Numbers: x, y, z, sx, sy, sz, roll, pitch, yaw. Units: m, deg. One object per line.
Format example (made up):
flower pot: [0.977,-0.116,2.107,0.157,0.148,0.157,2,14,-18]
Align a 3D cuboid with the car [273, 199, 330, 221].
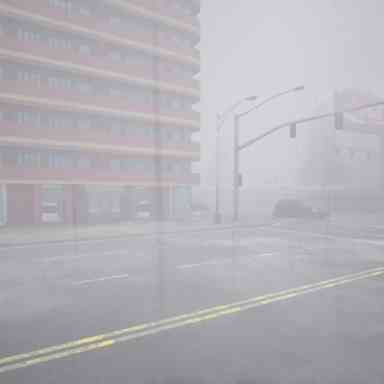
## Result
car: [8.798,1.351,26.951,2.097,1.767,4.553,0,0,-34]

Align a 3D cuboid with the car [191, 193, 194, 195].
car: [-1.456,1.221,61.344,2.150,2.045,5.566,0,0,-34]

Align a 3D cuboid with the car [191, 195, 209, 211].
car: [0.033,1.478,39.977,1.882,1.535,5.008,0,1,-34]
